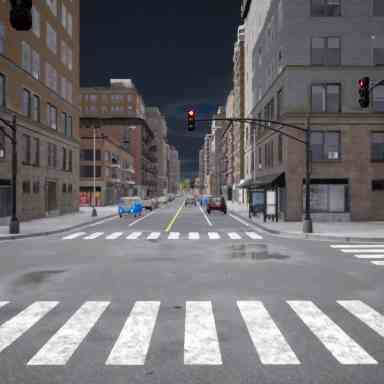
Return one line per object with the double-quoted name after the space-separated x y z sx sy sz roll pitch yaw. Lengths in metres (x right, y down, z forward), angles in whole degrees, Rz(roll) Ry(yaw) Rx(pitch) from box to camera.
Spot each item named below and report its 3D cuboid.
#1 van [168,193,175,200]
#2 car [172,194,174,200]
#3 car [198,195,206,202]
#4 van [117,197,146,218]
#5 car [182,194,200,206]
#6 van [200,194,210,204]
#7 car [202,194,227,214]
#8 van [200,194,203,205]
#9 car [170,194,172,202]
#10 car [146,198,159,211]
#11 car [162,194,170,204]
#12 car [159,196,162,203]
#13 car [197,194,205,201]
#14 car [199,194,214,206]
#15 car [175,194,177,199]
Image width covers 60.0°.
-5.798 1.327 94.838 1.690 1.788 3.998 0 0 0 "van"
-5.710 1.556 73.213 1.947 1.339 4.313 0 0 0 "car"
2.327 1.514 78.825 1.752 1.417 4.829 0 0 0 "car"
-5.534 1.339 29.963 1.690 1.788 3.998 0 0 0 "van"
-0.183 1.485 55.105 2.128 1.511 4.902 0 0 0 "car"
2.413 1.333 62.437 1.690 1.788 3.998 0 0 0 "van"
2.555 1.312 35.406 2.192 1.841 5.009 0 0 0 "car"
2.470 1.335 51.624 1.690 1.788 3.998 0 0 0 "van"
-5.688 1.542 67.806 2.008 1.369 4.403 0 0 0 "car"
-5.578 1.562 40.775 1.947 1.339 4.313 0 0 0 "car"
-5.665 1.518 62.231 1.752 1.417 4.829 0 0 0 "car"
-5.600 1.540 46.182 1.887 1.381 4.507 0 0 0 "car"
2.300 1.428 84.061 1.967 1.590 4.097 0 0 0 "car"
2.442 1.308 57.031 2.192 1.841 5.009 0 0 0 "car"
-5.776 1.569 89.431 1.802 1.307 4.206 0 0 0 "car"
